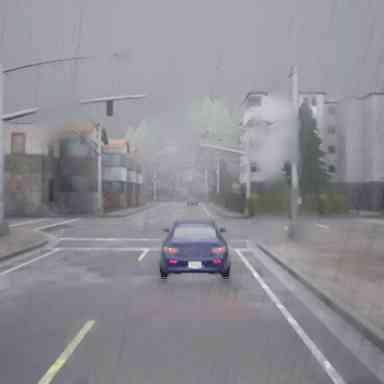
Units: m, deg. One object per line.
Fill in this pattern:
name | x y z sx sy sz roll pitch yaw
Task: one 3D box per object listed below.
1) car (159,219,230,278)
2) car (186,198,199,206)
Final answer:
car | 0.079 1.540 10.064 1.812 1.442 4.674 0 0 0
car | 0.078 1.627 54.879 2.033 1.411 5.357 0 0 0
